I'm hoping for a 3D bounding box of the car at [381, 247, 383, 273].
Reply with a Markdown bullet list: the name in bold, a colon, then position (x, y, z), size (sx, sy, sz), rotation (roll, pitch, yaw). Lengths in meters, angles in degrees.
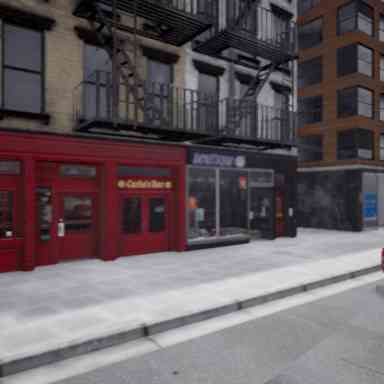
- **car**: position (7.039, 1.218, 8.404), size (5.566, 2.045, 2.150), rotation (0, 0, -36)
